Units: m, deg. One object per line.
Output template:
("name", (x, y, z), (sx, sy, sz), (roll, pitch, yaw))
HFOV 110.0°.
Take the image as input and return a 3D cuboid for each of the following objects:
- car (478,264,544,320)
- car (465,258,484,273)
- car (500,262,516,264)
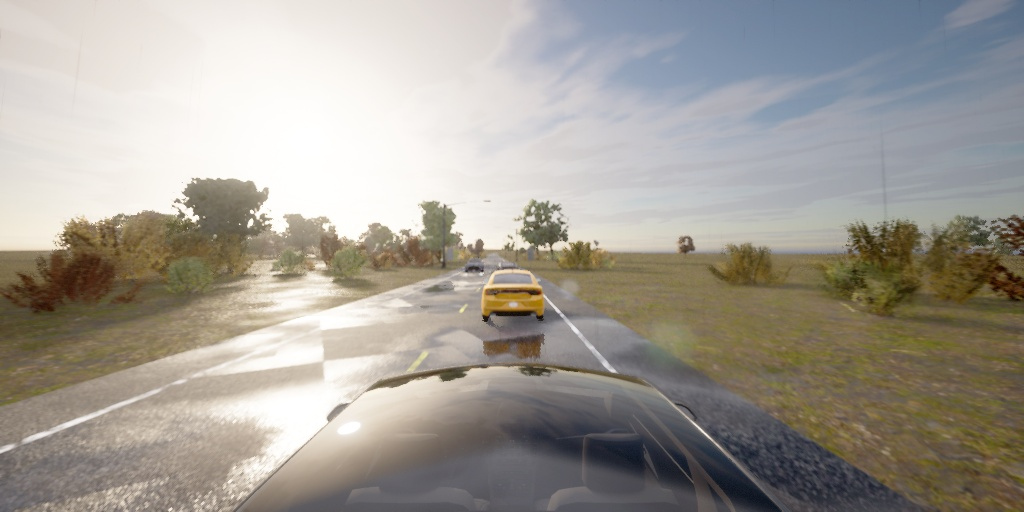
("car", (0.010, 1.221, 12.583), (1.882, 1.535, 5.008), (0, 0, -1))
("car", (-4.413, 1.052, 42.704), (2.097, 1.767, 4.553), (0, 0, -2))
("car", (-0.383, 1.213, 30.733), (2.128, 1.511, 4.902), (0, 0, -2))
